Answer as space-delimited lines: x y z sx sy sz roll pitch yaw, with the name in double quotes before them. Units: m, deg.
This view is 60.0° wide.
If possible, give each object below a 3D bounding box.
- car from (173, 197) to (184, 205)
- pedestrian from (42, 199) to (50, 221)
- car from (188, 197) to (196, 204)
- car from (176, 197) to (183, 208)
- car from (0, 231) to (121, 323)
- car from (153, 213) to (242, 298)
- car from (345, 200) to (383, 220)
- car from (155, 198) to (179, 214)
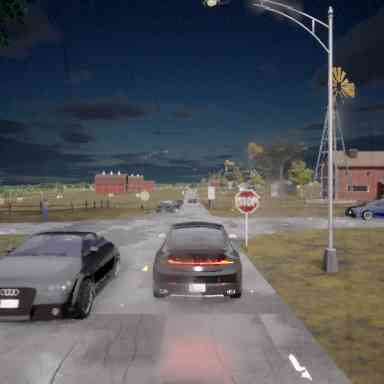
"car" -2.690 1.811 67.392 2.128 1.511 4.902 0 -1 1
"pedestrian" -12.120 1.465 27.530 0.375 1.860 0.375 0 2 0
"car" 0.099 1.999 78.923 1.812 1.442 4.674 0 -1 0
"car" -2.772 1.688 47.015 1.994 1.385 4.181 0 0 0
"car" -2.863 1.564 7.200 1.994 1.385 4.181 0 0 0
"car" 0.139 1.507 8.506 1.837 1.490 4.892 0 0 1
"car" 13.532 1.267 24.345 4.181 1.385 1.994 -1 1 -2
"car" -2.855 1.665 36.632 1.895 1.301 4.718 0 0 2
